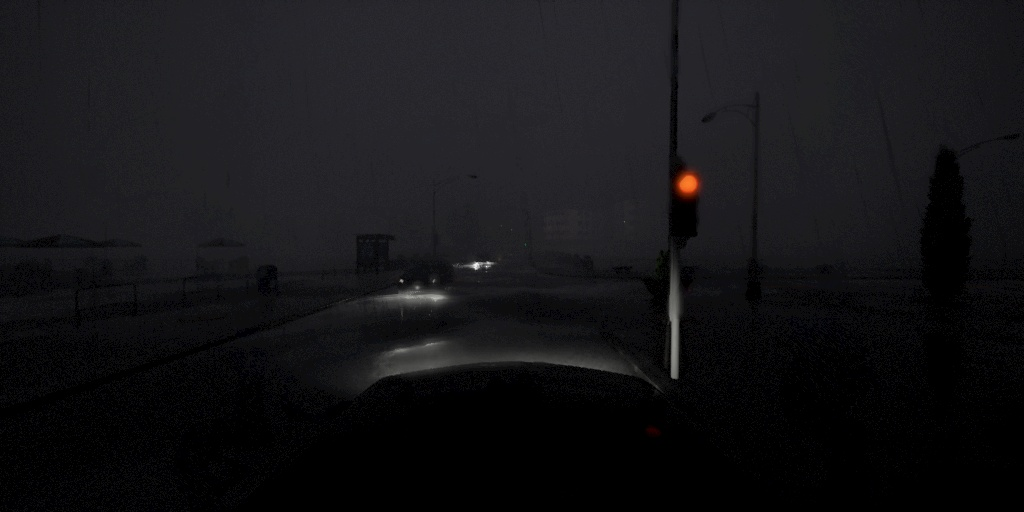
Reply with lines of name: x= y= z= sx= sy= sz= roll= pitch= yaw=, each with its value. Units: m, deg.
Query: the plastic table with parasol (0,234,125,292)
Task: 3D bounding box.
plastic table with parasol: x=-19.869 y=0.282 z=15.908 sx=2.482 sy=2.480 sz=2.482 roll=0 pitch=0 yaw=0

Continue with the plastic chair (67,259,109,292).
plastic chair: x=-18.650 y=0.889 z=15.784 sx=0.730 sy=1.272 sz=0.750 roll=0 pitch=0 yaw=0

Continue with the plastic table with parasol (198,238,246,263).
plastic table with parasol: x=-19.090 y=0.063 z=23.722 sx=2.482 sy=2.480 sz=2.482 roll=0 pitch=0 yaw=0

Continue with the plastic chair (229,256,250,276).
plastic chair: x=-17.821 y=0.671 z=23.578 sx=0.730 sy=1.272 sz=0.750 roll=0 pitch=0 yaw=0

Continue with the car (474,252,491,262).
car: x=-3.837 y=0.077 z=47.108 sx=1.895 sy=1.301 sz=4.718 roll=0 pitch=2 yaw=0

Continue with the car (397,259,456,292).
car: x=-3.950 y=0.873 z=17.630 sx=2.033 sy=1.411 sz=5.357 roll=0 pitch=2 yaw=0

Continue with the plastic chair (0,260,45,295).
plastic chair: x=-19.954 y=0.923 z=14.589 sx=0.750 sy=1.272 sz=0.730 roll=0 pitch=0 yaw=0

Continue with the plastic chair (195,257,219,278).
plastic chair: x=-19.125 y=0.705 z=22.383 sx=0.750 sy=1.272 sz=0.730 roll=0 pitch=0 yaw=0

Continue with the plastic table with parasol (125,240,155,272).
plastic table with parasol: x=-27.715 y=0.025 z=25.164 sx=2.482 sy=2.480 sz=2.482 roll=0 pitch=0 yaw=0

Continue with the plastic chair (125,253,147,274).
plastic chair: x=-26.515 y=0.630 z=25.110 sx=0.730 sy=1.272 sz=0.750 roll=0 pitch=0 yaw=0
